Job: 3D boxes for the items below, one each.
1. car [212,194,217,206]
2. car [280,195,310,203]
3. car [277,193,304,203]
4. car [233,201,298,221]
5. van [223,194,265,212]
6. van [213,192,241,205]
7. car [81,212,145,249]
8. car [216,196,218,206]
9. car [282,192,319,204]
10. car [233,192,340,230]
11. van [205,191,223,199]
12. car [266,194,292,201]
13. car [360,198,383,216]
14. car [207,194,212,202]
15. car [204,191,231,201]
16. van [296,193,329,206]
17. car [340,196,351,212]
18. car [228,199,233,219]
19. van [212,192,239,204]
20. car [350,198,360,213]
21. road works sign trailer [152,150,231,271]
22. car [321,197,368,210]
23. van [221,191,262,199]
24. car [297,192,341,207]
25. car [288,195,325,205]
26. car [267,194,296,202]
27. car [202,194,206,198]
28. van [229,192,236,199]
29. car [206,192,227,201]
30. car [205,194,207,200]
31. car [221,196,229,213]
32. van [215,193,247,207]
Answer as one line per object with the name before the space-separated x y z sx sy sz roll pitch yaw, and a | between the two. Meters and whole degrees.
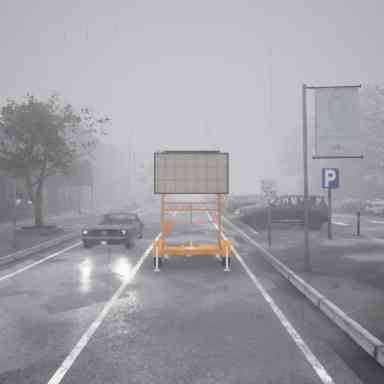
car | 5.611 1.379 45.811 4.892 1.521 2.231 0 0 0
car | 18.605 1.275 60.356 4.792 1.488 2.163 0 1 0
car | 18.655 1.093 63.131 4.553 1.767 2.185 0 1 0
car | 5.676 1.491 26.182 4.674 1.452 2.002 0 0 0
van | 5.751 1.199 37.397 4.442 1.987 1.878 0 0 0
van | 5.692 1.078 54.221 4.442 1.987 1.878 0 1 0
car | -3.281 1.588 14.600 1.895 1.301 4.718 0 0 0
car | 5.653 1.444 40.200 4.792 1.488 2.163 0 0 0
car | 18.672 1.021 57.578 5.566 2.045 2.435 0 1 0
car | 5.664 1.210 20.574 5.566 2.045 2.435 0 0 0
van | 5.362 0.807 82.252 4.442 1.987 1.878 0 1 0
car | 18.601 1.140 71.459 4.892 1.521 2.231 0 1 0
car | 18.711 1.194 29.817 5.566 2.045 2.435 0 0 0
car | 5.557 1.079 51.417 5.566 2.045 2.435 0 1 0
car | 5.489 0.890 71.040 5.566 2.045 2.435 0 1 0
van | 18.780 1.100 52.028 4.442 1.987 1.878 0 1 0
car | 18.715 1.433 35.370 5.008 1.535 2.097 0 0 0
car | 5.497 1.453 23.378 5.366 1.575 1.946 0 0 0
van | 5.682 1.051 57.024 4.442 1.987 1.878 0 1 0
car | 18.724 1.442 32.592 4.892 1.521 2.231 0 0 0
road works sign trailer | -0.027 0.458 10.831 2.380 3.560 2.880 0 0 -1
car | 18.672 1.443 40.919 4.792 1.488 2.163 0 0 0
van | 5.527 1.209 34.594 4.442 1.987 1.878 0 0 0
car | 18.701 1.101 49.251 5.566 2.045 2.435 0 1 0
car | 18.839 1.296 54.805 5.366 1.575 1.946 0 1 0
car | 18.420 1.162 68.682 5.366 1.575 1.946 0 1 0
car | 5.498 0.917 68.236 5.566 2.045 2.435 0 1 0
van | 5.780 1.220 28.985 4.442 1.987 1.878 0 0 0
car | 5.476 0.989 73.844 4.553 1.767 2.185 0 1 0
car | 5.534 1.236 65.436 4.674 1.452 2.002 0 1 0
car | 5.648 1.441 31.788 5.008 1.535 2.097 0 0 0
van | 5.712 1.131 48.617 4.442 1.987 1.878 0 0 0
